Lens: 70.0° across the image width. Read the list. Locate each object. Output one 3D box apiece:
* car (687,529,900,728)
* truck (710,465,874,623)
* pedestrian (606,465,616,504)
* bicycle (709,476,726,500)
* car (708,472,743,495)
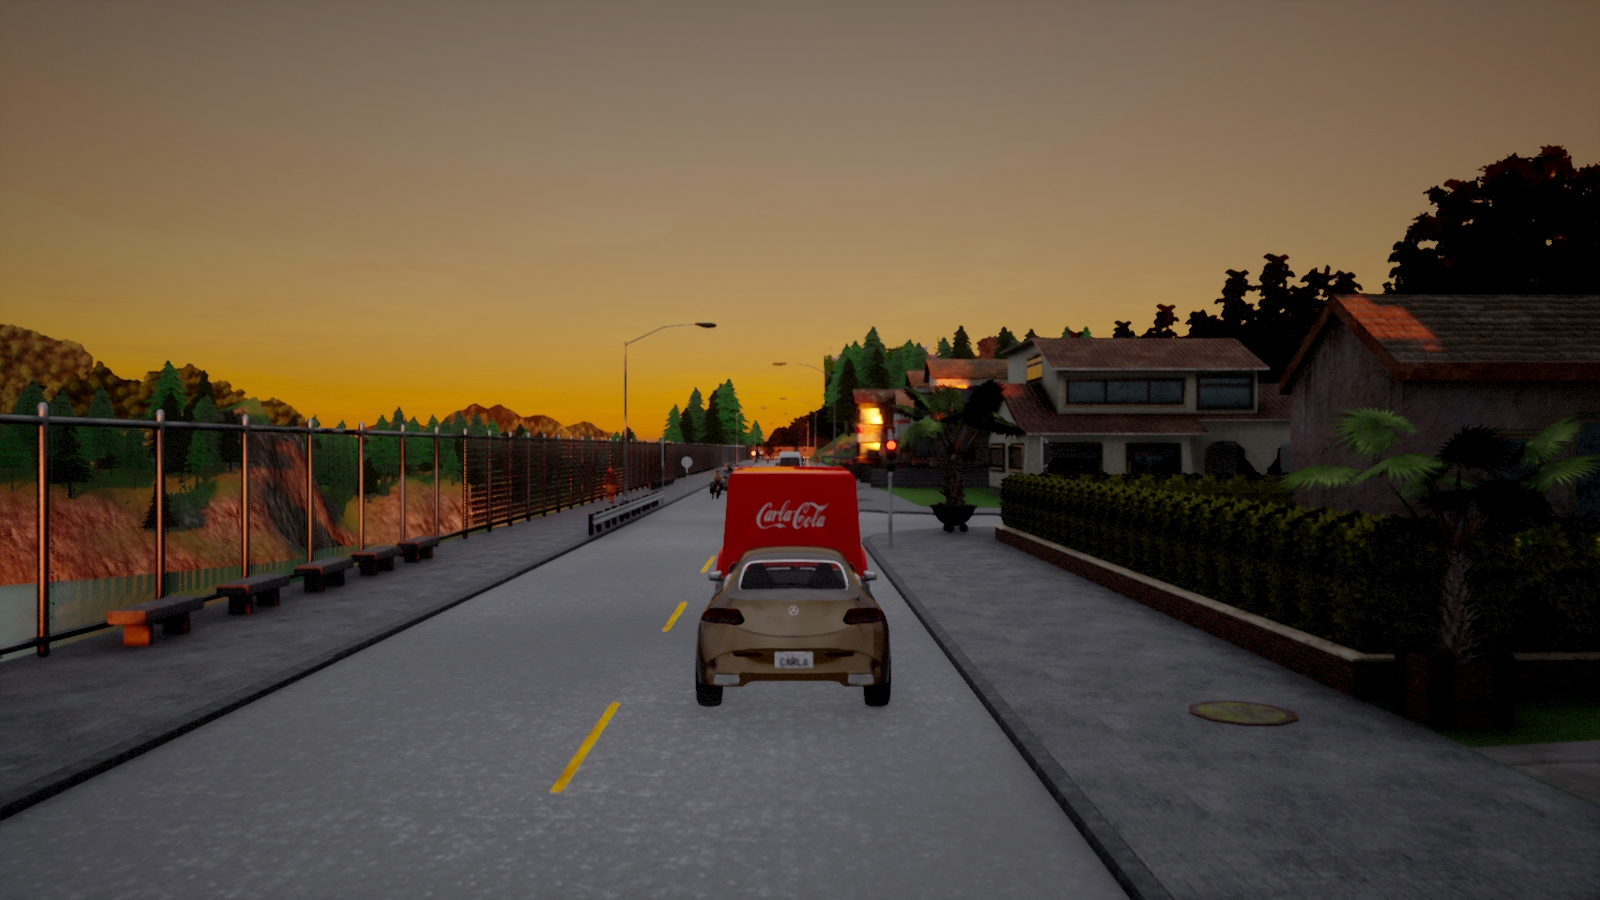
[{"bbox_3d":[-0.087,1.971,14.040,2.152,1.651,5.027,0,0,-1],"label":"car"},{"bbox_3d":[-0.149,1.539,20.959,2.627,2.467,5.204,0,0,-1],"label":"truck"},{"bbox_3d":[-9.083,1.670,54.912,0.375,1.860,0.375,0,0,1],"label":"pedestrian"},{"bbox_3d":[-4.536,2.072,63.042,0.859,1.276,1.487,0,0,-1],"label":"bicycle"},{"bbox_3d":[-4.622,2.058,71.497,1.895,1.301,4.718,0,0,-1],"label":"car"}]
